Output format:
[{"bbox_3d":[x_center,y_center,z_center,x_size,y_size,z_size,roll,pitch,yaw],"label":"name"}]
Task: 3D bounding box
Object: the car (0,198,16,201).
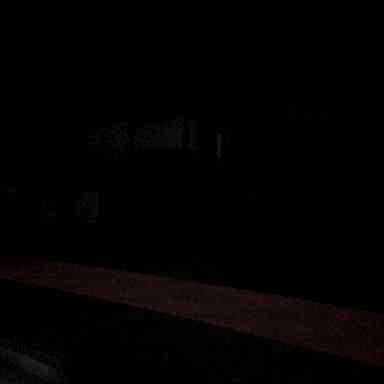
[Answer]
[{"bbox_3d":[-18.218,1.347,31.406,1.837,1.490,4.892,0,0,23],"label":"car"}]
